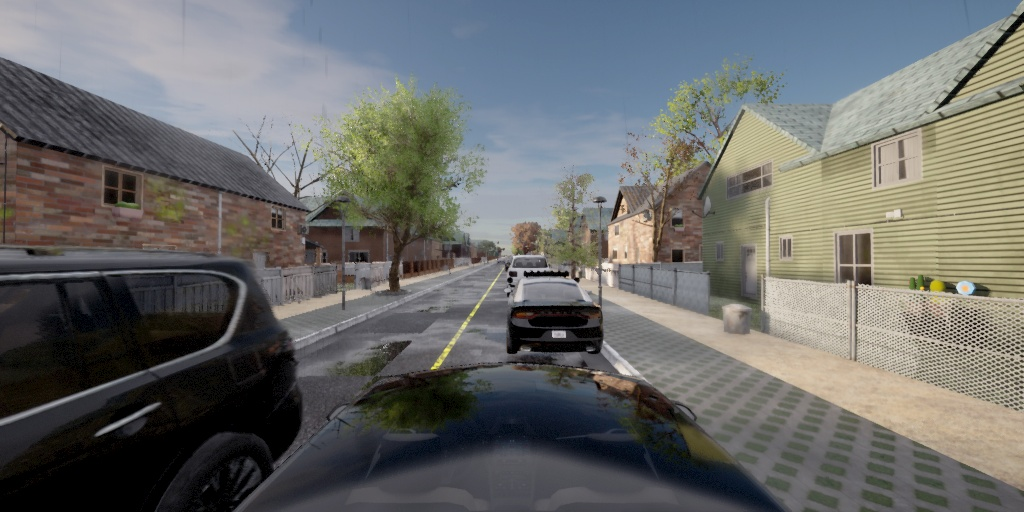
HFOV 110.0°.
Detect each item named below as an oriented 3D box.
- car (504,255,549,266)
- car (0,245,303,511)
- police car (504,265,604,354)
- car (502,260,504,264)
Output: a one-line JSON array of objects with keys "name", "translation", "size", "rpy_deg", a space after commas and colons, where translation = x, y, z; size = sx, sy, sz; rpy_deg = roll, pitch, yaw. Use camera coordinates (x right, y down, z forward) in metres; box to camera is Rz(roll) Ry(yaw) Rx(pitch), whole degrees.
[{"name": "car", "translation": [0.834, 0.978, 18.832], "size": [2.150, 2.045, 5.566], "rpy_deg": [0, 0, 0]}, {"name": "car", "translation": [-2.750, 0.971, 0.593], "size": [2.150, 2.045, 5.566], "rpy_deg": [0, 0, 0]}, {"name": "police car", "translation": [0.829, 1.177, 8.909], "size": [1.930, 1.638, 5.238], "rpy_deg": [0, 0, 0]}, {"name": "car", "translation": [0.053, 1.350, 46.646], "size": [1.895, 1.301, 4.718], "rpy_deg": [0, 0, 1]}]
